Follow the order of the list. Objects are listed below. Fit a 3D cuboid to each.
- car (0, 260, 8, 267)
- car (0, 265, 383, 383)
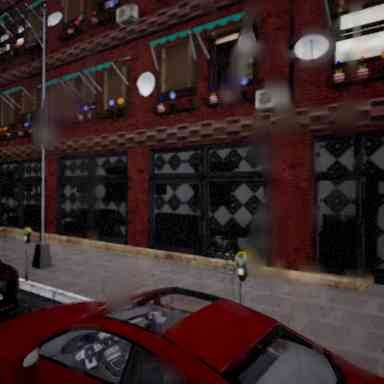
[{"bbox_3d":[-4.930,1.564,6.227,4.313,1.339,1.947,0,1,36],"label":"car"},{"bbox_3d":[-0.412,1.582,3.005,4.206,1.307,1.802,0,1,36],"label":"car"}]
